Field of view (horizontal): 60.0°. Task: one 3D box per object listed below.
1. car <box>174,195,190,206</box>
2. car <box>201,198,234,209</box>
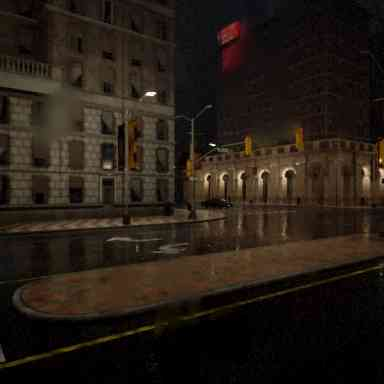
[{"bbox_3d":[-2.256,1.522,54.998,1.812,1.442,4.674,0,0,-35],"label":"car"},{"bbox_3d":[3.454,1.544,46.941,2.033,1.411,5.357,0,0,-36],"label":"car"}]
